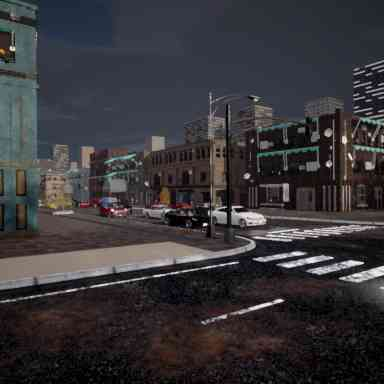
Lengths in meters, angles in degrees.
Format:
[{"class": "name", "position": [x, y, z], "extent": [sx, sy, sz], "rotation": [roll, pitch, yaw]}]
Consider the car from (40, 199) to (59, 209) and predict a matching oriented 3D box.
[{"class": "car", "position": [-24.354, 2.233, 57.575], "extent": [1.752, 1.417, 4.829], "rotation": [-1, 0, -36]}]

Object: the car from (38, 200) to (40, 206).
[{"class": "car", "position": [-30.889, 2.376, 66.721], "extent": [2.008, 1.369, 4.403], "rotation": [-1, 0, -36]}]

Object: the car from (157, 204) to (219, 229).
[{"class": "car", "position": [-0.393, 1.815, 23.835], "extent": [1.947, 1.339, 4.313], "rotation": [-2, 0, -36]}]

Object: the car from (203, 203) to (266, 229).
[{"class": "car", "position": [3.098, 1.722, 23.680], "extent": [1.812, 1.442, 4.674], "rotation": [-1, 0, -37]}]

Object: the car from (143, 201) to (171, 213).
[{"class": "car", "position": [-4.762, 1.966, 44.573], "extent": [1.802, 1.307, 4.206], "rotation": [-2, 0, -36]}]

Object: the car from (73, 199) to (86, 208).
[{"class": "car", "position": [-20.578, 2.230, 62.263], "extent": [1.994, 1.385, 4.181], "rotation": [-1, 0, -36]}]

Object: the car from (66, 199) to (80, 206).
[{"class": "car", "position": [-27.289, 2.364, 76.098], "extent": [1.947, 1.339, 4.313], "rotation": [-1, 0, -36]}]

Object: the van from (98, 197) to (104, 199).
[{"class": "van", "position": [-14.422, 1.907, 58.083], "extent": [1.690, 1.788, 3.998], "rotation": [-1, 0, -36]}]

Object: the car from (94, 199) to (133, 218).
[{"class": "car", "position": [-8.365, 1.847, 35.196], "extent": [1.967, 1.590, 4.097], "rotation": [-1, 0, -36]}]

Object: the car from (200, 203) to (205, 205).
[{"class": "car", "position": [1.673, 1.810, 35.566], "extent": [2.008, 1.369, 4.403], "rotation": [-2, 0, -36]}]

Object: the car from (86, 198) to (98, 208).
[{"class": "car", "position": [-17.641, 1.940, 62.587], "extent": [2.192, 1.841, 5.009], "rotation": [-1, 0, -36]}]

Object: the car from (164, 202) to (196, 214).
[{"class": "car", "position": [-1.545, 1.904, 40.070], "extent": [1.802, 1.307, 4.206], "rotation": [-2, 0, -36]}]

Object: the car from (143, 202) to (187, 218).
[{"class": "car", "position": [-2.860, 1.915, 31.967], "extent": [1.895, 1.301, 4.718], "rotation": [-1, 0, -36]}]

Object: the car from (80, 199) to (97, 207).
[{"class": "car", "position": [-20.854, 2.228, 67.091], "extent": [1.887, 1.381, 4.507], "rotation": [-1, 0, -36]}]
